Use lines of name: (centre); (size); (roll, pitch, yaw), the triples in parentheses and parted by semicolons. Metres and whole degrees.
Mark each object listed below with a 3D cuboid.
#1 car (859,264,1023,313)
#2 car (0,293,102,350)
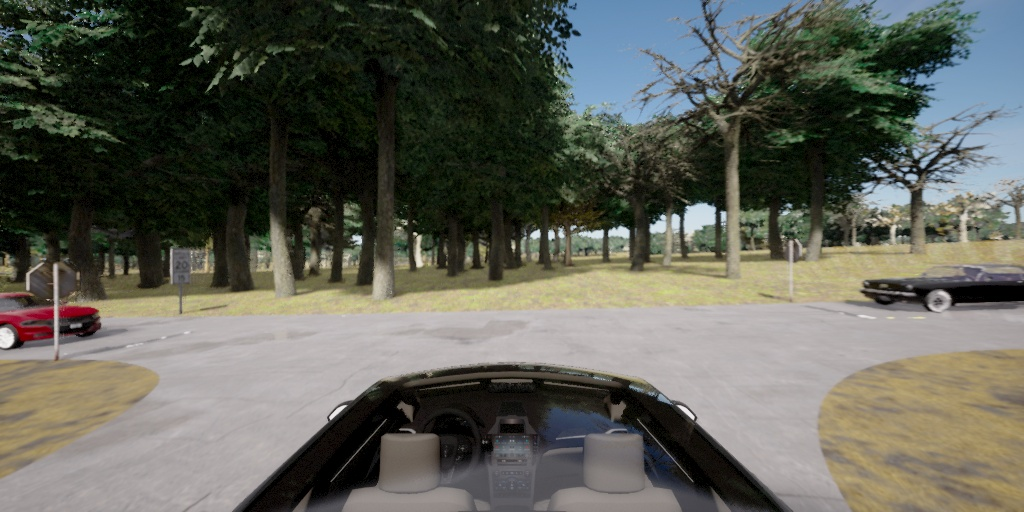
car: (13.806, 0.921, 10.981); (4.718, 1.301, 1.895); (-2, 0, 6)
car: (-15.451, 1.877, 10.922); (5.008, 1.535, 1.882); (-2, 0, 6)
